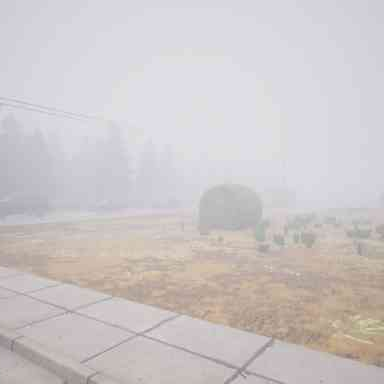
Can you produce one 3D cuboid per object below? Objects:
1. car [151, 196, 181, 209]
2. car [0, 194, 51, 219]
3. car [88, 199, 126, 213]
[{"bbox_3d":[-3.586,1.379,45.829,2.097,1.767,4.553,0,0,37],"label":"car"},{"bbox_3d":[-15.500,1.248,29.703,2.150,2.045,5.566,0,0,36],"label":"car"},{"bbox_3d":[-9.552,1.552,37.751,1.812,1.442,4.674,0,0,37],"label":"car"}]
